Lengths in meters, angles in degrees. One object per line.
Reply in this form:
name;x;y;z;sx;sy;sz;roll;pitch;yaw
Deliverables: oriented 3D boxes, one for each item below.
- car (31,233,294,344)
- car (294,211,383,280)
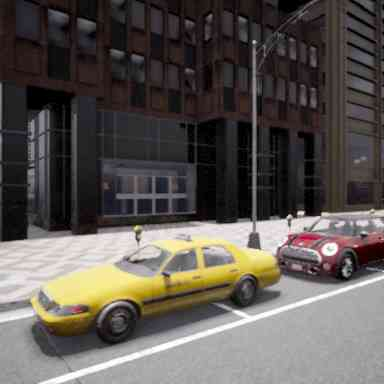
car;-0.372;1.511;6.374;4.829;1.417;1.752;0;0;-35
car;4.332;1.401;9.718;4.097;1.590;1.967;0;0;-35
